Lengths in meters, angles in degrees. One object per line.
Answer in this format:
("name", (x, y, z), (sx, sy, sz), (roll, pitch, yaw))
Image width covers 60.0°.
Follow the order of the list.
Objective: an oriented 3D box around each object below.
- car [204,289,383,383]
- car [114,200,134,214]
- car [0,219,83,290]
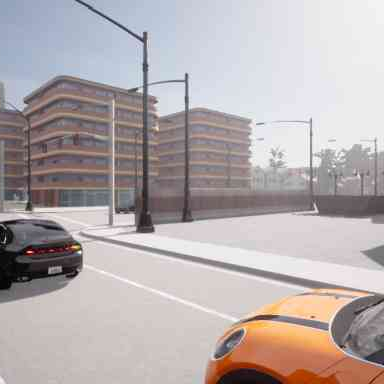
("car", (2.264, 1.352, 2.345), (4.553, 1.767, 2.097), (0, 0, 40))
("car", (-5.997, 1.547, 35.292), (5.357, 1.411, 2.033), (0, 0, -44))
("car", (-4.726, 1.505, 9.238), (1.837, 1.490, 4.892), (0, 0, -43))
